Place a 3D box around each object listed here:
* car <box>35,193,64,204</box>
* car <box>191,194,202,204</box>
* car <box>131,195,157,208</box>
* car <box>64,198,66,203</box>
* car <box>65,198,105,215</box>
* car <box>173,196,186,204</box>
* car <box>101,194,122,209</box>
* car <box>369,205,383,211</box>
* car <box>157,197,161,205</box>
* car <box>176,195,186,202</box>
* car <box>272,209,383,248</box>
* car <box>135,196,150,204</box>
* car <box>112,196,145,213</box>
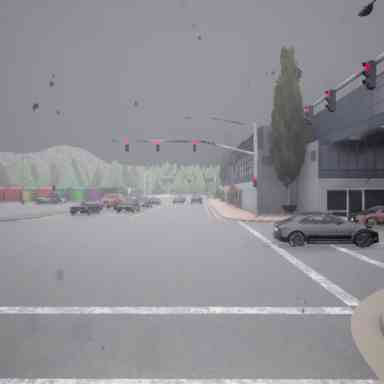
[{"bbox_3d":[-24.757,1.156,57.254,3.866,1.878,1.905,0,0,0],"label":"car"},{"bbox_3d":[0.885,1.352,64.252,2.097,1.767,4.553,0,0,2],"label":"car"},{"bbox_3d":[-6.788,1.491,47.153,2.128,1.511,4.902,0,0,2],"label":"car"},{"bbox_3d":[-24.735,1.395,60.149,3.806,1.475,1.970,0,0,0],"label":"car"},{"bbox_3d":[-10.641,1.601,33.515,1.895,1.301,4.718,0,0,1],"label":"car"},{"bbox_3d":[-2.688,1.564,65.102,1.994,1.385,4.181,0,0,2],"label":"car"},{"bbox_3d":[-10.412,1.221,43.279,2.150,2.045,5.566,0,0,2],"label":"car"},{"bbox_3d":[12.336,1.564,21.445,4.181,1.385,1.994,0,0,0],"label":"car"},{"bbox_3d":[-6.488,1.564,57.102,1.994,1.385,4.181,0,0,2],"label":"car"},{"bbox_3d":[-2.401,1.470,74.893,1.994,1.385,4.181,0,0,2],"label":"car"},{"bbox_3d":[5.589,1.564,14.232,4.181,1.385,1.994,0,0,0],"label":"car"},{"bbox_3d":[-9.707,1.548,65.558,2.033,1.411,5.357,0,0,2],"label":"car"},{"bbox_3d":[-7.062,1.547,37.409,2.033,1.411,5.357,0,0,1],"label":"car"}]
